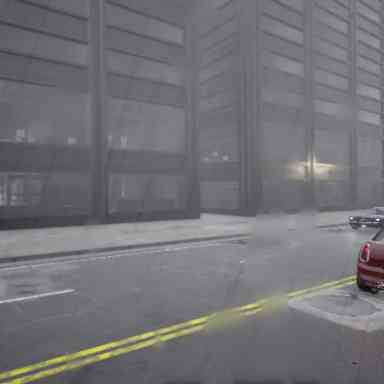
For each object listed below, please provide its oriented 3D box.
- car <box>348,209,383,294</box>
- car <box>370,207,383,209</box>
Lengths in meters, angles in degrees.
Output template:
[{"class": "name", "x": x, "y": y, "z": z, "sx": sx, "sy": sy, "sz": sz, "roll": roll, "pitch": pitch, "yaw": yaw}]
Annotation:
[{"class": "car", "x": 5.780, "y": 1.344, "z": 7.558, "sx": 4.553, "sy": 1.767, "sz": 2.097, "roll": 0, "pitch": 0, "yaw": -35}, {"class": "car", "x": 11.326, "y": 1.579, "z": 19.729, "sx": 4.718, "sy": 1.301, "sz": 1.895, "roll": 0, "pitch": 0, "yaw": -35}]
